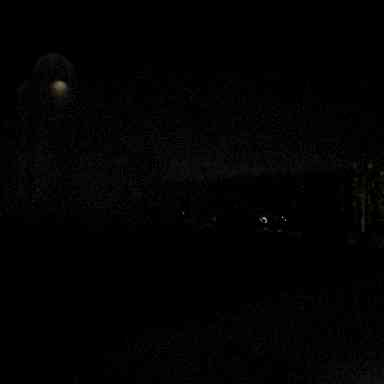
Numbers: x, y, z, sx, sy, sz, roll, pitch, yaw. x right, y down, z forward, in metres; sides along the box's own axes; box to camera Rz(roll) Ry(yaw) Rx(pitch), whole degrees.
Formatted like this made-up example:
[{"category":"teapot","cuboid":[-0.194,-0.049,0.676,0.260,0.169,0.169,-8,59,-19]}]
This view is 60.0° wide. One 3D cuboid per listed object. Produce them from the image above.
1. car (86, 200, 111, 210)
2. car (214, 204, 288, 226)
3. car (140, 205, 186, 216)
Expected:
[{"category":"car","cuboid":[-11.229,1.686,39.710,2.128,1.511,4.902,0,0,-35]},{"category":"car","cuboid":[3.314,1.470,19.210,2.097,1.767,4.553,0,-1,-34]},{"category":"car","cuboid":[-2.460,1.776,27.349,1.895,1.301,4.718,0,0,-36]}]
